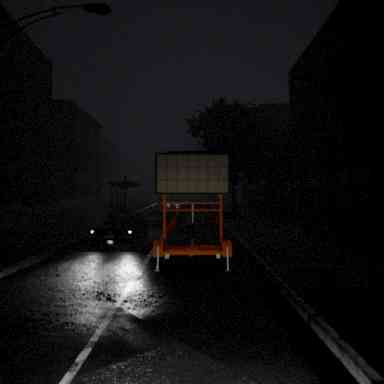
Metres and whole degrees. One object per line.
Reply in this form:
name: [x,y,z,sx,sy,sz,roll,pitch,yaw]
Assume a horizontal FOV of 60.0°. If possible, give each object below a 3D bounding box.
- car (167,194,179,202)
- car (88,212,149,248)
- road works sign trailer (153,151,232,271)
car: [-3.290,1.165,57.921,1.812,1.442,4.674,0,1,0]
car: [-3.113,1.606,14.904,1.895,1.301,4.718,0,0,0]
road works sign trailer: [0.024,0.469,10.858,2.380,3.560,2.880,0,0,0]
